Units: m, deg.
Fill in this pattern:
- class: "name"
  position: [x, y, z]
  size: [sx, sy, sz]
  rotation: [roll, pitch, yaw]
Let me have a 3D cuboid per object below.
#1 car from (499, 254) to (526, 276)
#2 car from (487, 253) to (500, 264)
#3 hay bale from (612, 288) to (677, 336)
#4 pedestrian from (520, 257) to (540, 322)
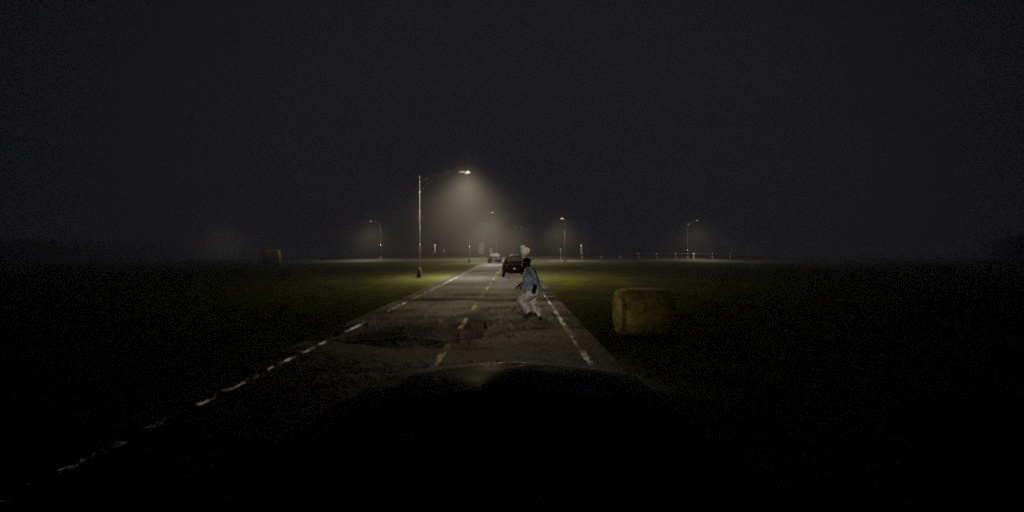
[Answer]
- class: "car"
  position: [0.207, 0.733, 28.827]
  size: [1.882, 1.535, 5.008]
  rotation: [0, 1, 0]
- class: "car"
  position: [-2.533, 0.320, 52.494]
  size: [2.128, 1.511, 4.902]
  rotation: [0, 1, 1]
- class: "hay bale"
  position: [3.157, 1.278, 8.720]
  size: [1.220, 1.180, 1.240]
  rotation: [0, 0, 0]
- class: "pedestrian"
  position: [0.494, 0.893, 9.866]
  size: [0.375, 1.860, 0.375]
  rotation: [0, 2, 1]
